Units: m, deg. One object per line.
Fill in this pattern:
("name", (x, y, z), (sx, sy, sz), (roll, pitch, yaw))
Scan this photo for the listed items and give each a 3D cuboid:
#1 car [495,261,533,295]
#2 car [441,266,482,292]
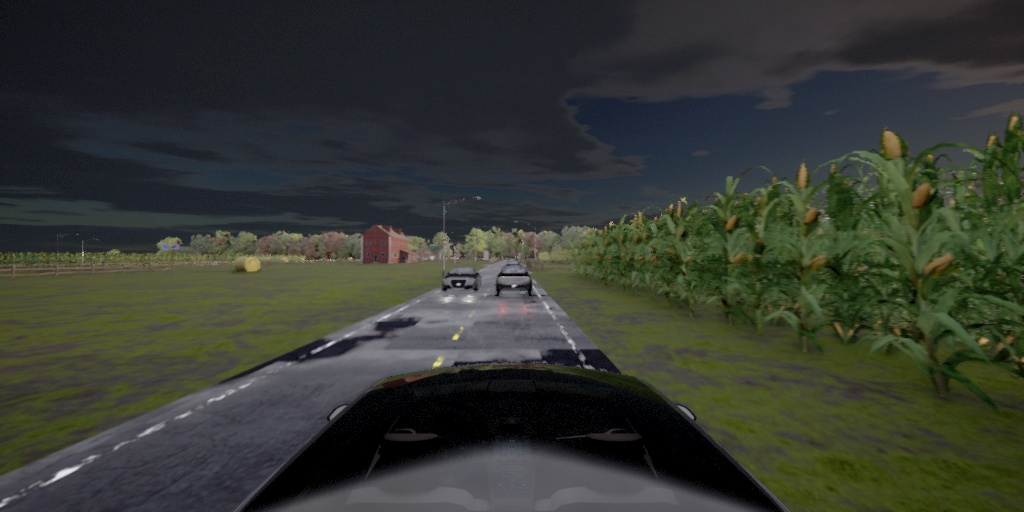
("car", (0.098, 1.236, 19.553), (2.128, 1.511, 4.902), (0, 0, 0))
("car", (-2.850, 1.308, 21.032), (1.994, 1.385, 4.181), (0, 0, 0))
